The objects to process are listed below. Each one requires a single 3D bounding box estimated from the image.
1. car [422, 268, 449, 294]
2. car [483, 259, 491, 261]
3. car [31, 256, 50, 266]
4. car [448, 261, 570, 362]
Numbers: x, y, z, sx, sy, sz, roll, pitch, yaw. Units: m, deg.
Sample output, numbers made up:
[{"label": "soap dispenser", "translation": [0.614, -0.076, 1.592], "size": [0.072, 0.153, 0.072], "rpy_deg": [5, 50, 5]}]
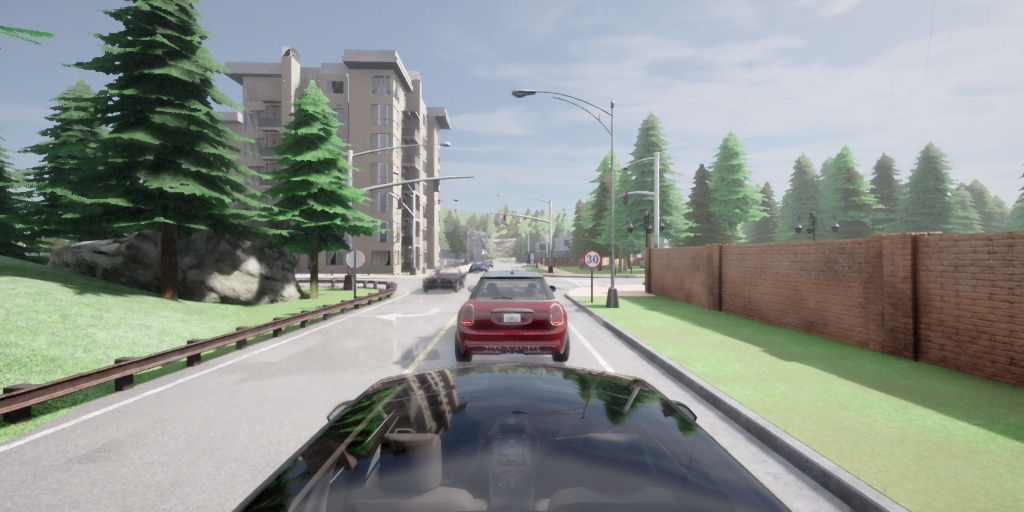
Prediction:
[{"label": "car", "translation": [-3.768, 1.353, 20.569], "size": [1.895, 1.301, 4.718], "rpy_deg": [0, 0, -1]}, {"label": "car", "translation": [-3.962, 1.314, 43.150], "size": [1.994, 1.385, 4.181], "rpy_deg": [0, 0, -1]}, {"label": "car", "translation": [-30.933, 0.987, 24.692], "size": [5.566, 2.045, 2.150], "rpy_deg": [0, 0, -1]}, {"label": "car", "translation": [0.004, 1.102, 8.384], "size": [2.097, 1.767, 4.553], "rpy_deg": [0, 0, 0]}]
